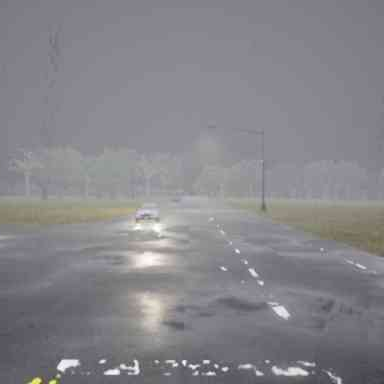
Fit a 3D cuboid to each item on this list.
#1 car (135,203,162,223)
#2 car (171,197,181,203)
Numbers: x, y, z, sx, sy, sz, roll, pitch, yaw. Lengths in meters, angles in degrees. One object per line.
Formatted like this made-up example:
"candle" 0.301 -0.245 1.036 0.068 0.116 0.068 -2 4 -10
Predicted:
"car" -3.474 1.668 27.420 1.812 1.442 4.674 0 0 0
"car" -3.514 1.775 73.844 2.033 1.411 5.357 0 0 1
